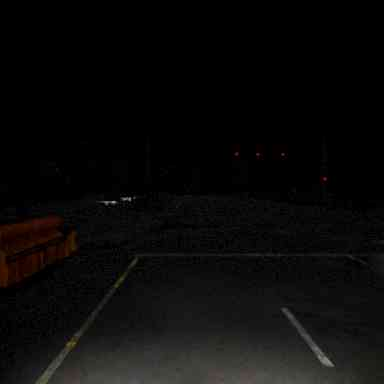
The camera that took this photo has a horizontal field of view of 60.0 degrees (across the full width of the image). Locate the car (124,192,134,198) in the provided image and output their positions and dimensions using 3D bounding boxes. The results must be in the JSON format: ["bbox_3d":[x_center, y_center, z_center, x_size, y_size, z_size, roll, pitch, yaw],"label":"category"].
[{"bbox_3d":[-14.261,0.703,74.467,1.994,1.385,4.181,0,1,-3],"label":"car"}]

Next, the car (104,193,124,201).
[{"bbox_3d":[-14.147,0.874,59.527,2.033,1.411,5.357,0,1,0],"label":"car"}]

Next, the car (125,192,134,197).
[{"bbox_3d":[-16.754,0.575,88.911,1.895,1.301,4.718,0,1,-14],"label":"car"}]
